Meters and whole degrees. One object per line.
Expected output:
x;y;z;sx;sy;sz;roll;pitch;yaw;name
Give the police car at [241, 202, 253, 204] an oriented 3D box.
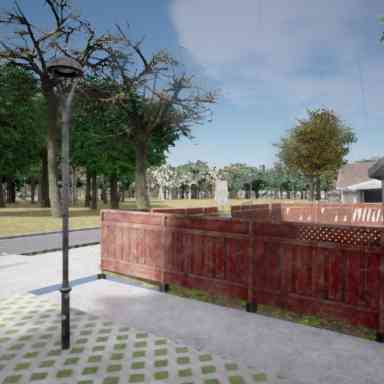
6.578;2.042;40.631;2.038;1.542;4.974;-2;-2;34;police car
